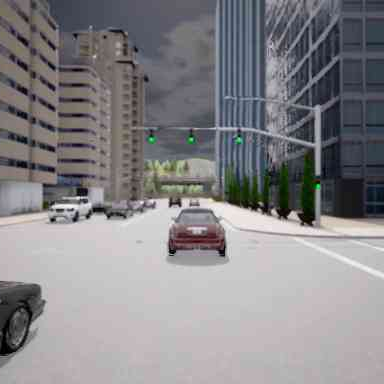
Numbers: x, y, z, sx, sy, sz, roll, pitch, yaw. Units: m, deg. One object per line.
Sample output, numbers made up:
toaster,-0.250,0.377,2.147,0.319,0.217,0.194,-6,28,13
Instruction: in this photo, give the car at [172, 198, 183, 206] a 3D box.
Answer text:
car,-3.006,2.008,69.169,1.882,1.535,5.008,0,0,0

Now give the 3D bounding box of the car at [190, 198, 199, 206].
car,0.491,2.043,68.674,1.812,1.442,4.674,0,0,0

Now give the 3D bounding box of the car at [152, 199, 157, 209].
car,-6.640,1.888,52.128,2.128,1.511,4.902,0,0,1

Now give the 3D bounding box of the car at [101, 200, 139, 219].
car,-6.867,1.799,32.367,2.033,1.411,5.357,0,0,0

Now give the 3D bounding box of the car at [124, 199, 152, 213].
car,-6.781,1.813,41.880,2.128,1.511,4.902,0,0,1

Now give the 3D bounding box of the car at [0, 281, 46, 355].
car,-3.381,1.559,3.091,2.033,1.411,5.357,0,0,1

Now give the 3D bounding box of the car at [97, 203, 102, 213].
car,-10.315,1.890,38.646,1.895,1.301,4.718,0,0,0

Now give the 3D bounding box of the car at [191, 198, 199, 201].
car,0.430,2.037,60.180,1.994,1.385,4.181,0,0,0

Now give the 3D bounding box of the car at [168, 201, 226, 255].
car,0.197,1.441,13.780,2.097,1.767,4.553,0,0,0

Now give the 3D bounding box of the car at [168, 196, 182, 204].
car,-2.983,1.678,59.151,2.150,2.045,5.566,0,0,1

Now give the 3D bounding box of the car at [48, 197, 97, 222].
car,-10.392,1.439,28.881,2.150,2.045,5.566,0,0,0
